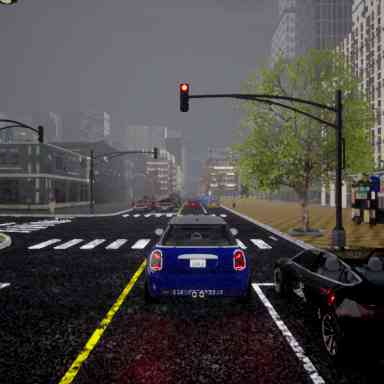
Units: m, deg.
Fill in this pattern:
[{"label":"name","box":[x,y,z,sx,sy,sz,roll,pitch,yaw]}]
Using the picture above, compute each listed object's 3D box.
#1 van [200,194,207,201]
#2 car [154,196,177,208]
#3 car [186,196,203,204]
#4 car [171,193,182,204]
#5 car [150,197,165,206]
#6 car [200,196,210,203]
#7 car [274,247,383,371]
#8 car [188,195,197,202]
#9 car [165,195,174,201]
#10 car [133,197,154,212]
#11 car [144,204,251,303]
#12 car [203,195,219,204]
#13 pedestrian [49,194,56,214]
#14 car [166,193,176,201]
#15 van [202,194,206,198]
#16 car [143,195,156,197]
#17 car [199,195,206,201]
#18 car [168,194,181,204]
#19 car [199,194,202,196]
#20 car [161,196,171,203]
[{"label":"van","box":[2.806,1.349,82.568,1.690,1.788,3.998,0,0,0]},{"label":"car","box":[-3.041,1.528,38.455,1.812,1.442,4.674,0,0,-2]},{"label":"car","box":[0.143,1.567,45.878,1.994,1.385,4.181,0,0,0]},{"label":"car","box":[-2.991,1.226,58.986,2.150,2.045,5.566,0,0,1]},{"label":"car","box":[-5.614,1.555,54.822,2.008,1.369,4.403,0,0,0]},{"label":"car","box":[2.789,1.572,71.466,1.947,1.339,4.313,0,0,0]},{"label":"car","box":[2.701,1.566,5.682,1.947,1.339,4.313,0,0,0]},{"label":"car","box":[0.107,1.547,79.184,2.033,1.411,5.357,0,0,0]},{"label":"car","box":[-5.576,1.559,82.577,2.008,1.369,4.403,0,0,0]},{"label":"car","box":[-5.636,1.584,38.169,1.802,1.307,4.206,0,0,0]},{"label":"car","box":[0.111,1.353,8.350,2.097,1.767,4.553,0,0,0]},{"label":"car","box":[2.752,1.528,43.881,1.752,1.417,4.829,0,0,0]},{"label":"pedestrian","box":[-12.710,1.039,30.183,0.375,1.860,0.375,0,-1,-1]},{"label":"car","box":[-5.568,1.324,88.128,2.192,1.841,5.009,0,0,0]},{"label":"van","box":[2.760,1.345,49.263,1.690,1.788,3.998,0,0,0]},{"label":"car","box":[-5.627,1.318,43.720,2.192,1.841,5.009,0,0,0]},{"label":"car","box":[2.812,1.534,88.289,1.752,1.417,4.829,0,0,0]},{"label":"car","box":[-3.032,1.481,48.489,1.882,1.535,5.008,0,0,0]},{"label":"car","box":[2.774,1.556,60.364,2.008,1.369,4.403,0,0,0]},{"label":"car","box":[-5.591,1.532,71.305,1.752,1.417,4.829,0,0,0]}]
